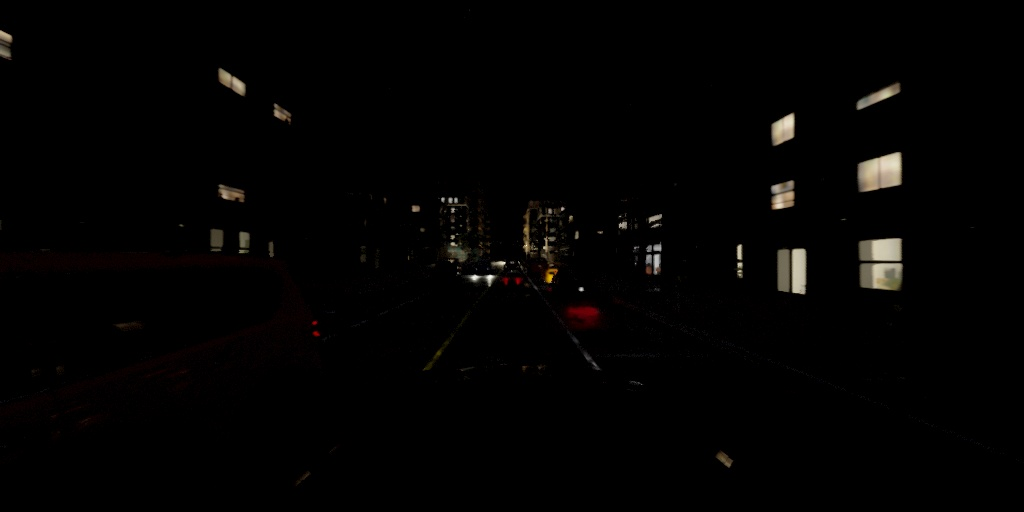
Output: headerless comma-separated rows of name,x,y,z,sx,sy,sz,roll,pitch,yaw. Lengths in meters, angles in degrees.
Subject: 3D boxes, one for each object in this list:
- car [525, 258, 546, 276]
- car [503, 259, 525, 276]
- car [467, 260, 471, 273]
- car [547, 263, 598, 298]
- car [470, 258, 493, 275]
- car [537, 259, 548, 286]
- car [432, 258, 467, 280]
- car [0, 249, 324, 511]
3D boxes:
car,2.677,1.076,37.495,2.192,1.841,5.009,0,0,0
car,0.010,1.254,37.350,2.128,1.511,4.902,0,0,0
car,-5.706,1.346,43.026,1.802,1.307,4.207,0,0,0
car,3.138,1.259,18.663,1.837,1.490,4.892,0,0,0
car,-3.103,1.240,39.450,1.882,1.535,5.008,0,0,0
car,3.130,1.234,25.663,1.882,1.535,5.008,0,0,0
car,-5.702,1.073,31.960,2.192,1.841,5.009,0,0,0
car,-3.089,0.973,1.552,2.150,2.045,5.566,0,0,0
